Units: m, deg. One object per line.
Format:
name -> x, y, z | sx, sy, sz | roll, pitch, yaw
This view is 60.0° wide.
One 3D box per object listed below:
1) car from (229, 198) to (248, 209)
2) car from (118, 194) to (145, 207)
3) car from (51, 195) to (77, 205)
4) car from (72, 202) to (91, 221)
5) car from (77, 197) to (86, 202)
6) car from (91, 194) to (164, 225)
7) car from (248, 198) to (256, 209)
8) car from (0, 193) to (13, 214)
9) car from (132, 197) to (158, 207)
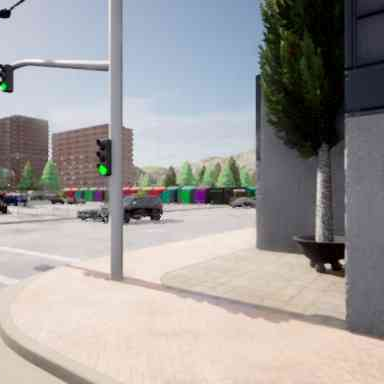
car -> 7.124, 1.582, 46.855 | 1.837, 1.490, 4.892 | 0, -1, 37
car -> -9.100, 1.285, 49.841 | 3.866, 1.878, 1.905 | 0, 0, 35
car -> -23.410, 1.345, 59.949 | 4.605, 1.855, 1.932 | 0, 0, 35
car -> -7.213, 1.679, 27.743 | 1.895, 1.301, 4.718 | 0, 0, 37
car -> -21.683, 1.555, 62.275 | 3.905, 1.438, 1.784 | 0, 0, 35
car -> -4.552, 1.286, 25.458 | 2.150, 2.045, 5.566 | 0, 0, 37
car -> 9.831, 1.414, 44.635 | 2.097, 1.767, 4.553 | 0, 0, 37
car -> -20.410, 1.285, 33.804 | 3.866, 1.878, 1.905 | 0, 0, 35
car -> -7.417, 1.524, 52.197 | 3.806, 1.475, 1.970 | 0, 0, 35
